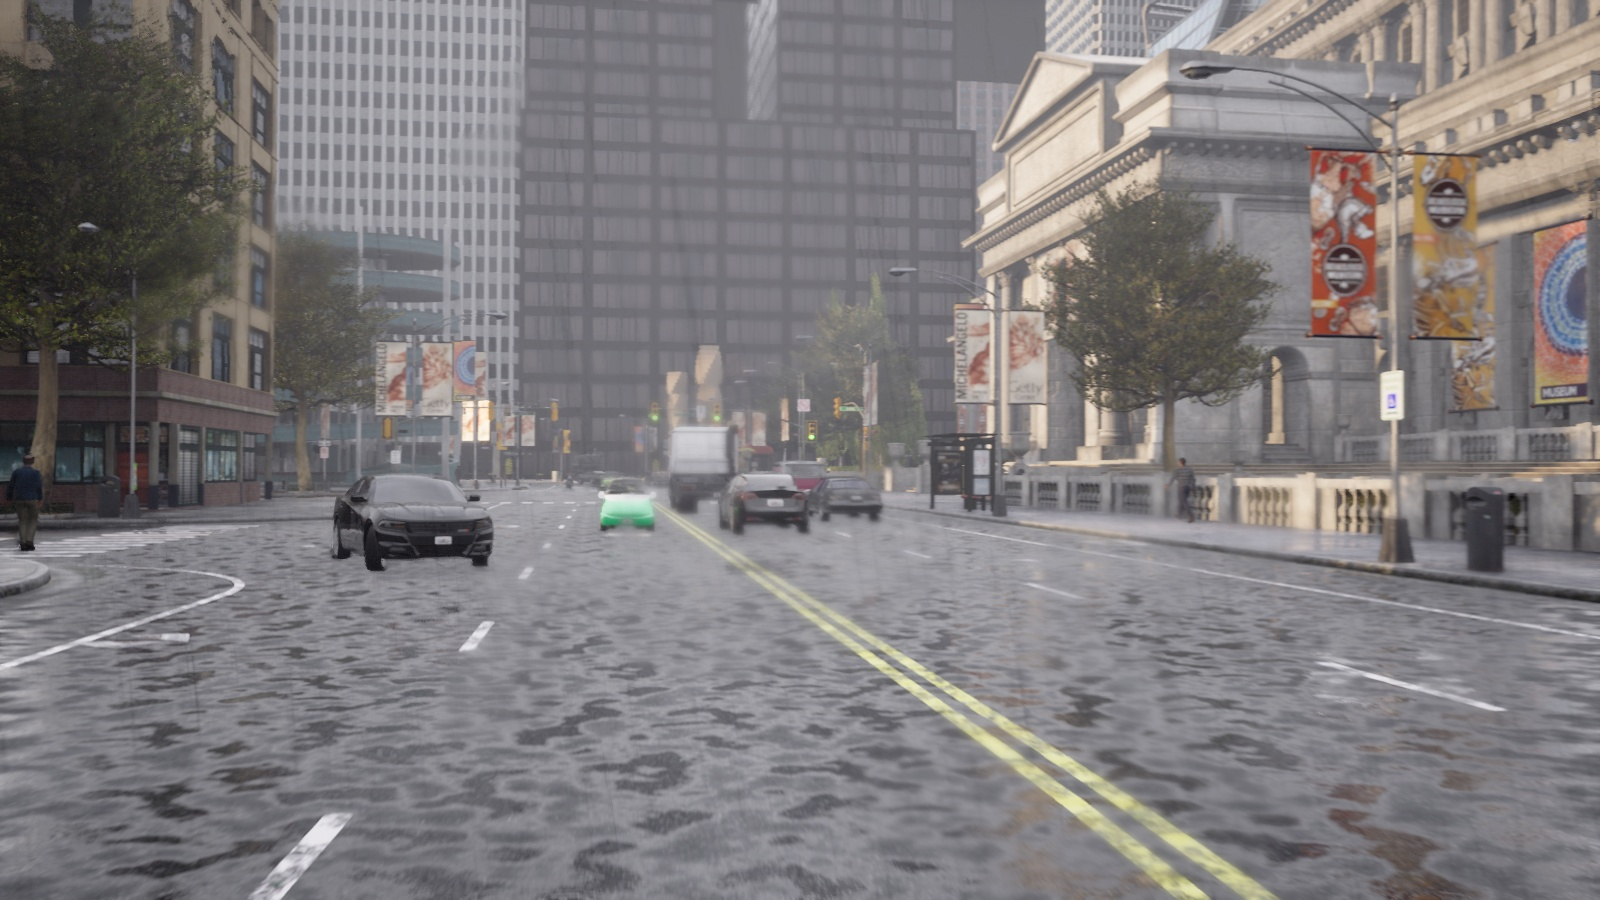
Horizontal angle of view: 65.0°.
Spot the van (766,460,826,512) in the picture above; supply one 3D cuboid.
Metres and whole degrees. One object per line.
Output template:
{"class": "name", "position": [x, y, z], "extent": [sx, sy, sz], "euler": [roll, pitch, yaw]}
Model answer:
{"class": "van", "position": [-0.209, 1.413, 50.260], "extent": [1.775, 1.987, 4.442], "euler": [0, -1, -9]}

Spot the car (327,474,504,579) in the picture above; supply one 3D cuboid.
{"class": "car", "position": [-6.595, 1.179, 21.151], "extent": [1.882, 1.535, 5.008], "euler": [1, -1, -29]}

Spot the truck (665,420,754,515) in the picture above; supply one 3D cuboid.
{"class": "truck", "position": [-3.735, 0.694, 50.135], "extent": [2.891, 3.462, 7.936], "euler": [0, -1, -9]}

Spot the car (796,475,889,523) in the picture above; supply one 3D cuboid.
{"class": "car", "position": [1.286, 1.538, 40.744], "extent": [2.033, 1.411, 5.357], "euler": [0, -1, -9]}

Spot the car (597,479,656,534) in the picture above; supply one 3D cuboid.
{"class": "car", "position": [-4.557, 1.442, 32.836], "extent": [1.481, 1.376, 2.207], "euler": [0, -1, -9]}

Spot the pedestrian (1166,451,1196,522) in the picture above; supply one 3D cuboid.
{"class": "pedestrian", "position": [10.617, 1.005, 35.019], "extent": [0.423, 1.949, 0.788], "euler": [0, -1, -15]}

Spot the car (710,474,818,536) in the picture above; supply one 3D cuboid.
{"class": "car", "position": [-1.047, 1.372, 32.970], "extent": [2.163, 1.488, 4.792], "euler": [0, -1, -10]}

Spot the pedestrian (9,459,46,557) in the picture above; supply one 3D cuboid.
{"class": "pedestrian", "position": [-14.782, 1.098, 24.044], "extent": [0.402, 1.842, 0.726], "euler": [0, -1, -15]}
